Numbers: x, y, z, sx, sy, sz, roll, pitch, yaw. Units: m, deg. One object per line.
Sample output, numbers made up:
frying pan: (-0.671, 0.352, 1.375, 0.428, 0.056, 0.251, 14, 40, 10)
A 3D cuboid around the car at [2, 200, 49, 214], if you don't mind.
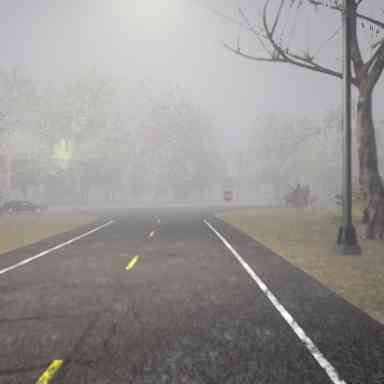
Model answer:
car: (-19.333, 1.682, 38.719, 4.892, 1.490, 1.837, -1, 1, -13)
